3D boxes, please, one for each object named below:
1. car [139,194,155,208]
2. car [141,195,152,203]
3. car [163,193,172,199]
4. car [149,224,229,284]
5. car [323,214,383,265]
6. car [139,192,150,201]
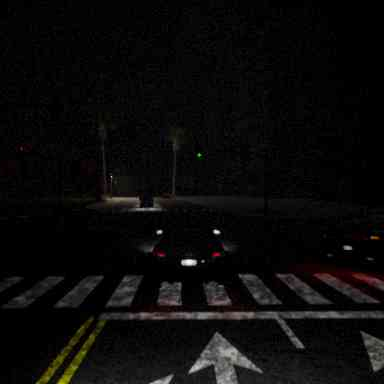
[{"bbox_3d":[-6.260,1.367,46.015,1.837,1.490,4.892,0,0,-7],"label":"car"},{"bbox_3d":[-8.874,1.270,64.858,1.994,1.385,4.181,0,0,-9],"label":"car"},{"bbox_3d":[-6.397,1.050,86.001,2.128,1.511,4.902,0,1,-13],"label":"car"},{"bbox_3d":[-0.111,1.605,9.702,1.994,1.385,4.181,0,0,-1],"label":"car"},{"bbox_3d":[6.350,1.516,11.875,1.882,1.535,5.008,-2,-1,42],"label":"car"},{"bbox_3d":[-10.701,0.966,74.847,2.097,1.767,4.553,0,1,-10],"label":"car"}]
